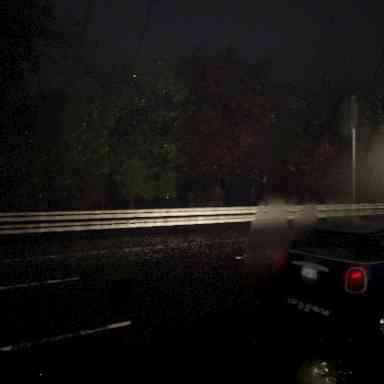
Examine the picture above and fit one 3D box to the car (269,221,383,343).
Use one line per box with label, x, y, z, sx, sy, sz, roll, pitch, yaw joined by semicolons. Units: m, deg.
car;3.756;1.379;6.692;4.553;1.767;2.097;0;0;-32
